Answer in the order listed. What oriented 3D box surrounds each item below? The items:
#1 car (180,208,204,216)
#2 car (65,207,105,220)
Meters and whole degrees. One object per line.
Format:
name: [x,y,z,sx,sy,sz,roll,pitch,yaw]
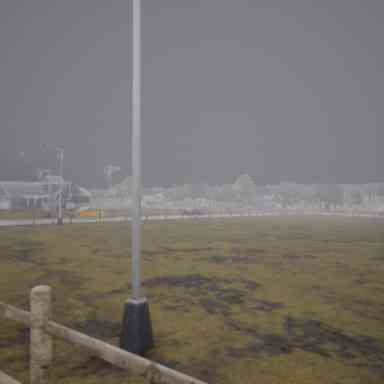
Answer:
car: [0.057,3.572,59.338,2.033,1.411,5.357,0,-3,35]
car: [-13.100,2.556,40.949,1.882,1.535,5.008,0,-2,35]
